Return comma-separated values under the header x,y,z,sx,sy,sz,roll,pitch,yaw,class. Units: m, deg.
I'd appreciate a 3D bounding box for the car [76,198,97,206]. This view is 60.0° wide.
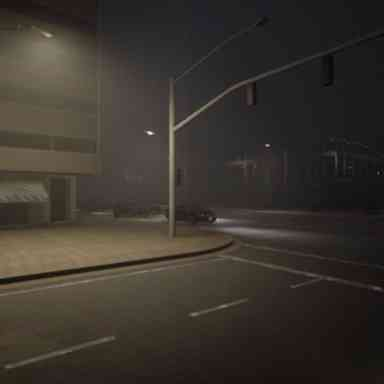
x,y,z,sx,sy,sz,roll,pitch,yaw,class
-19.634,1.777,61.936,2.033,1.411,5.357,0,0,-38,car

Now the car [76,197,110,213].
x,y,z,sx,sy,sz,roll,pitch,yaw,class
-12.342,1.719,40.974,2.033,1.411,5.357,0,0,-38,car

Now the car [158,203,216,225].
x,y,z,sx,sy,sz,roll,pitch,yaw,class
-0.178,1.625,25.275,2.128,1.511,4.902,0,0,-37,car

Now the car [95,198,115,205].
x,y,z,sx,sy,sz,roll,pitch,yaw,class
-16.756,1.838,63.936,1.895,1.301,4.718,0,0,-38,car

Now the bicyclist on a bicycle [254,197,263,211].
x,y,z,sx,sy,sz,roll,pitch,yaw,class
7.997,1.486,40.018,1.656,1.620,0.582,0,0,-38,bicyclist on a bicycle

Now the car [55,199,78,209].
x,y,z,sx,sy,sz,roll,pitch,yaw,class
-18.532,1.754,49.014,1.994,1.385,4.181,0,0,-37,car

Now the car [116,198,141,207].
x,y,z,sx,sy,sz,roll,pitch,yaw,class
-10.803,1.767,56.347,2.033,1.411,5.357,0,0,-38,car

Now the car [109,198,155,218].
x,y,z,sx,sy,sz,roll,pitch,yaw,class
-5.987,1.629,32.782,1.882,1.535,5.008,0,0,-38,car

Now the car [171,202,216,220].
x,y,z,sx,sy,sz,roll,pitch,yaw,class
0.079,1.714,30.675,1.994,1.385,4.181,0,0,-38,car

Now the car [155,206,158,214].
x,y,z,sx,sy,sz,roll,pitch,yaw,class
-5.292,1.767,37.596,1.895,1.301,4.718,0,0,-38,car

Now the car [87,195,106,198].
x,y,z,sx,sy,sz,roll,pitch,yaw,class
-13.637,1.415,48.372,2.150,2.045,5.566,0,0,-38,car

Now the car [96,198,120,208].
x,y,z,sx,sy,sz,roll,pitch,yaw,class
-13.775,1.703,54.474,2.128,1.511,4.902,0,0,-37,car
